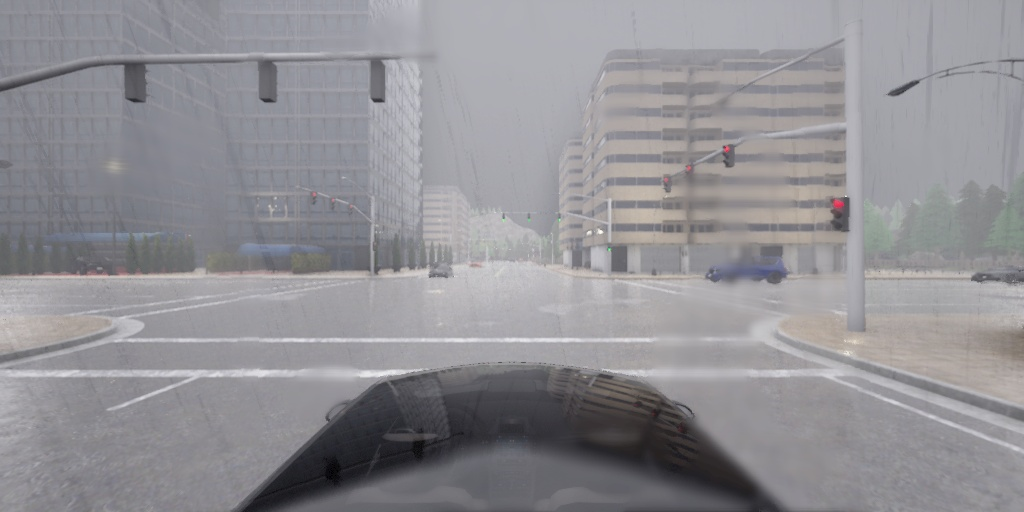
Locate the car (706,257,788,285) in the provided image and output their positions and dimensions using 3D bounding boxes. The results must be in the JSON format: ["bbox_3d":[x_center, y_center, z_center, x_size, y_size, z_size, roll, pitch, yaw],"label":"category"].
[{"bbox_3d":[18.079,1.105,27.681,5.566,2.045,2.150,-1,0,-1],"label":"car"}]

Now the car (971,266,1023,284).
[{"bbox_3d":[38.587,1.456,27.807,4.181,1.385,1.994,0,0,0],"label":"car"}]

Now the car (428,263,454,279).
[{"bbox_3d":[-6.982,1.507,35.569,1.837,1.490,4.892,0,1,0],"label":"car"}]
